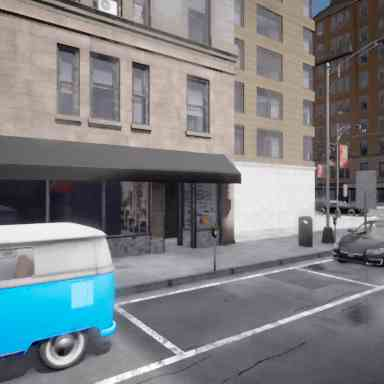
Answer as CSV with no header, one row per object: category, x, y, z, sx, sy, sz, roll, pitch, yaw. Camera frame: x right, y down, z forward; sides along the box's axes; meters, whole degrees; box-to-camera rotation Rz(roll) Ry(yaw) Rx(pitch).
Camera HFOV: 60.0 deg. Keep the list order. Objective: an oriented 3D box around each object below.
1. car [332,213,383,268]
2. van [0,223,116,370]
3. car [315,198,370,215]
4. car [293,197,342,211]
car,6.263,1.549,10.655,4.403,1.369,2.008,0,0,-35
van,-2.957,1.341,4.081,3.998,1.788,1.690,0,0,-35
car,13.798,1.519,30.922,1.895,1.301,4.718,0,0,-35
car,15.138,1.432,40.537,2.033,1.411,5.357,0,0,-36
